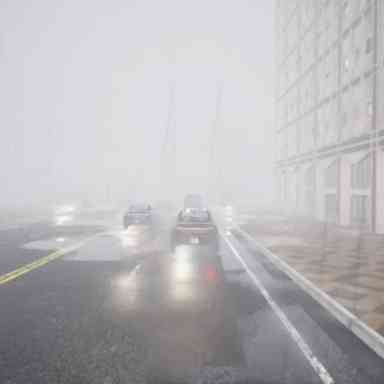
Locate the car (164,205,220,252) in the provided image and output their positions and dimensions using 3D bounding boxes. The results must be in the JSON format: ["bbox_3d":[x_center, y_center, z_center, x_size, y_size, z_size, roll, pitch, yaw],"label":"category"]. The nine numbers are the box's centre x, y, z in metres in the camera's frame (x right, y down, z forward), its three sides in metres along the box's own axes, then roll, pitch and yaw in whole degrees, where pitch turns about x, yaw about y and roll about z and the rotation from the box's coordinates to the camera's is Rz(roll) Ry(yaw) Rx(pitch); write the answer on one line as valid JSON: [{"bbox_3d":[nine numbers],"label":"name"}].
[{"bbox_3d":[0.100,1.501,13.939,2.128,1.511,4.902,0,0,0],"label":"car"}]

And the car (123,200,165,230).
[{"bbox_3d":[-3.149,1.504,21.346,2.128,1.511,4.902,0,0,0],"label":"car"}]

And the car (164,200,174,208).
[{"bbox_3d":[-3.148,1.613,39.855,1.895,1.301,4.718,0,0,0],"label":"car"}]

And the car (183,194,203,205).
[{"bbox_3d":[0.102,1.233,39.074,2.150,2.045,5.566,0,0,0],"label":"car"}]
